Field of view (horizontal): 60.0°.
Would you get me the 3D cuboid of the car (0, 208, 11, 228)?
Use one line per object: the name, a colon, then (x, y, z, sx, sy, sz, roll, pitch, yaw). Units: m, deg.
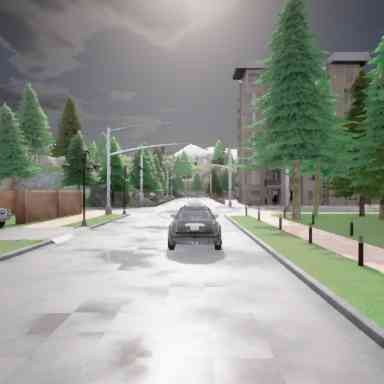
car: (-12.680, 1.171, 18.434, 4.605, 1.855, 1.932, 0, 0, 0)

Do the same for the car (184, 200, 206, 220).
car: (0.254, 1.532, 29.562, 1.812, 1.442, 4.674, 0, 0, 0)

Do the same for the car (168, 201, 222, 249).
car: (0.125, 1.365, 14.532, 2.097, 1.767, 4.553, 0, 0, 0)
